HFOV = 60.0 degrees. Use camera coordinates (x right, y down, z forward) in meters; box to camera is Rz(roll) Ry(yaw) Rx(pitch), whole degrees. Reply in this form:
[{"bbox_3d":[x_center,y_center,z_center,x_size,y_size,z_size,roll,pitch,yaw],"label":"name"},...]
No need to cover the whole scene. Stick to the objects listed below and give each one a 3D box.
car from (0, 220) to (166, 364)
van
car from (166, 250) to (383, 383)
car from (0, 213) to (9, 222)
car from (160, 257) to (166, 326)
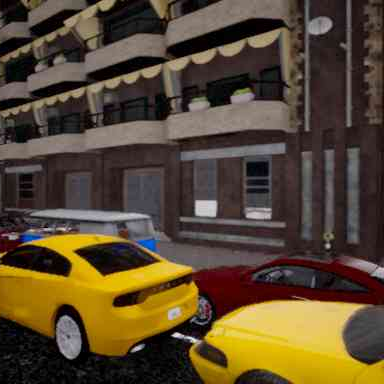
[{"bbox_3d":[-2.255,1.501,5.976,5.008,1.535,1.882,0,0,36],"label":"car"},{"bbox_3d":[-2.777,1.373,8.555,3.998,1.788,1.690,0,0,36],"label":"van"},{"bbox_3d":[2.466,1.468,2.589,5.366,1.575,1.801,0,0,36],"label":"car"},{"bbox_3d":[-7.272,1.482,11.781,4.097,1.590,1.967,0,0,36],"label":"car"},{"bbox_3d":[1.716,1.605,5.328,4.206,1.307,1.802,0,0,36],"label":"car"}]
